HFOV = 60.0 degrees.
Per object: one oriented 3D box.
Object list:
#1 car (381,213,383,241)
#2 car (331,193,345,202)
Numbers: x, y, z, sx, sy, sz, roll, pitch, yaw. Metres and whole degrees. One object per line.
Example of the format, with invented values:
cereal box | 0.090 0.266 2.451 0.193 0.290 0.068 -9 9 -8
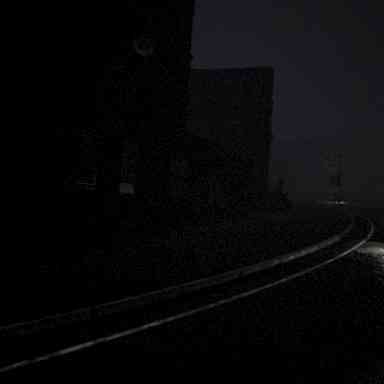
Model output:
car | 10.077 1.392 15.617 1.882 1.535 5.008 2 1 31
car | 24.189 0.886 55.081 1.837 1.490 4.892 2 1 25
